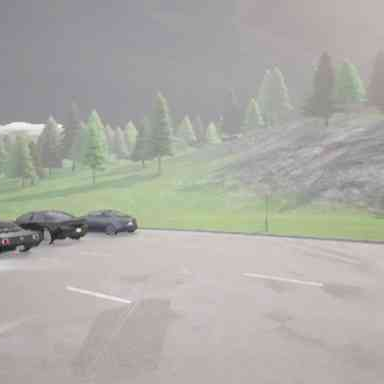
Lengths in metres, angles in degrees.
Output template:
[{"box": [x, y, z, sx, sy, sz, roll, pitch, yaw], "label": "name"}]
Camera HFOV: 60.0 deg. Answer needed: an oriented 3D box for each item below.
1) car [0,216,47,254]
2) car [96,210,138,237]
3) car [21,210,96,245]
[{"box": [-8.185, 1.748, 12.873, 4.718, 1.301, 1.895, -1, 0, 24], "label": "car"}, {"box": [-5.223, 1.725, 19.257, 4.181, 1.385, 1.994, -1, 0, 25], "label": "car"}, {"box": [-7.483, 1.640, 16.454, 5.008, 1.535, 1.882, 0, 0, 25], "label": "car"}]
